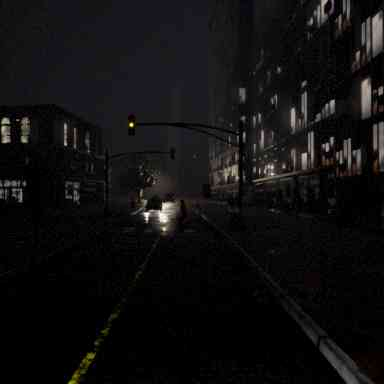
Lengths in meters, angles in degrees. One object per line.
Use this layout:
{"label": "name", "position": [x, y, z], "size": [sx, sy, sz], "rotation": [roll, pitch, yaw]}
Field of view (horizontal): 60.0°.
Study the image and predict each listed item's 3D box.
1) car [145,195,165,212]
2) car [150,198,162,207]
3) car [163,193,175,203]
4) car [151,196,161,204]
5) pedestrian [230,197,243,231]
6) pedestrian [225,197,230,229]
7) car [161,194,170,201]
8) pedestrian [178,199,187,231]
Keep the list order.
{"label": "car", "position": [-4.450, 1.470, 39.338], "size": [1.882, 1.535, 5.008], "rotation": [0, 0, -5]}
{"label": "car", "position": [-5.552, 1.588, 51.443], "size": [1.895, 1.301, 4.718], "rotation": [0, 0, -6]}
{"label": "car", "position": [-4.824, 1.207, 69.158], "size": [2.150, 2.045, 5.566], "rotation": [0, 0, -8]}
{"label": "car", "position": [-7.225, 1.483, 66.172], "size": [1.837, 1.490, 4.892], "rotation": [0, 0, -7]}
{"label": "pedestrian", "position": [2.372, 1.145, 17.809], "size": [0.375, 1.860, 0.375], "rotation": [1, -1, -2]}
{"label": "pedestrian", "position": [2.202, 1.145, 18.693], "size": [0.375, 1.860, 0.375], "rotation": [1, -1, -2]}
{"label": "car", "position": [-6.366, 1.334, 79.426], "size": [1.812, 1.442, 4.674], "rotation": [0, 0, -10]}
{"label": "pedestrian", "position": [-0.510, 1.295, 19.054], "size": [0.375, 1.860, 0.375], "rotation": [1, -1, -2]}
